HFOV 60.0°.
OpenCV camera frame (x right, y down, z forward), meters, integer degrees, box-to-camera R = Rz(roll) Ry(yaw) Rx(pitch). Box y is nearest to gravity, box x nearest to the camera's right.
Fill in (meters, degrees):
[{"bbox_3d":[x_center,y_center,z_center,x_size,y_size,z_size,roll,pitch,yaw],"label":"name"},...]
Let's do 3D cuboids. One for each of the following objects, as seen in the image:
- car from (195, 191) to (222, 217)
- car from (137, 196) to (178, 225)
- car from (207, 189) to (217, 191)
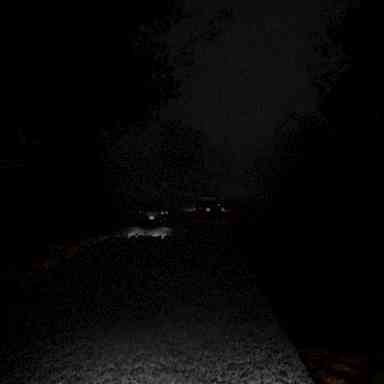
[{"bbox_3d":[1.223,0.915,24.220,1.812,1.442,4.674,0,2,4],"label":"car"},{"bbox_3d":[-1.962,1.014,20.036,2.128,1.511,4.902,2,2,4],"label":"car"},{"bbox_3d":[2.390,0.349,39.865,1.994,1.385,4.181,0,2,5],"label":"car"}]
